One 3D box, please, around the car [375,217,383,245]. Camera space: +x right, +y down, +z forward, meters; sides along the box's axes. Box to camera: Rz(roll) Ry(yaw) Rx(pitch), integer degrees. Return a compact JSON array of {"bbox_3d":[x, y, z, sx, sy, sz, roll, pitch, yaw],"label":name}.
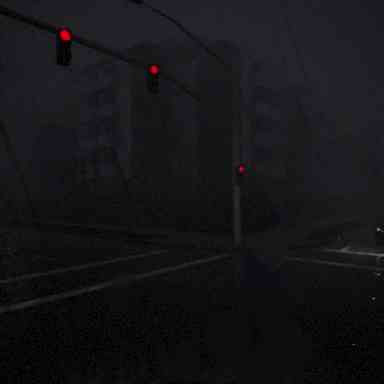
[{"bbox_3d":[9.716,1.543,15.147,1.812,1.442,4.674,-1,-1,40],"label":"car"}]
